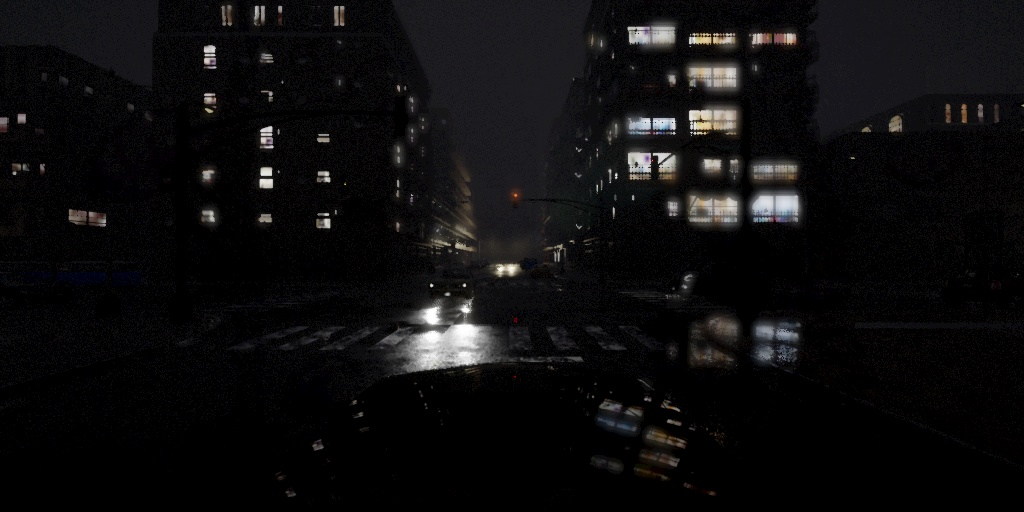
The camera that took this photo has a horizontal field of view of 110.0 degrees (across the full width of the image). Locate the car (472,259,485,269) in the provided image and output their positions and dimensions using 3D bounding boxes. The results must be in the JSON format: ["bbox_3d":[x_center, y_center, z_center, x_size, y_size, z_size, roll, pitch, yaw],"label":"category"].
[{"bbox_3d":[-5.445,1.367,52.963,1.802,1.307,4.207,0,0,0],"label":"car"}]

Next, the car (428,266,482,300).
[{"bbox_3d":[-2.790,1.357,17.770,1.895,1.301,4.718,0,0,0],"label":"car"}]

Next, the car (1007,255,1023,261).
[{"bbox_3d":[27.362,0.937,18.442,5.566,2.045,2.150,0,-1,1],"label":"car"}]

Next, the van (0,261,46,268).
[{"bbox_3d":[-30.452,1.201,21.653,3.998,1.789,1.690,0,0,1],"label":"van"}]

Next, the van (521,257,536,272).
[{"bbox_3d":[2.483,1.119,47.388,1.690,1.789,3.998,0,0,0],"label":"van"}]

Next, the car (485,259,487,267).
[{"bbox_3d":[-5.459,1.318,58.451,1.751,1.417,4.829,0,0,0],"label":"car"}]

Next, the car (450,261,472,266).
[{"bbox_3d":[-5.531,1.317,35.990,2.007,1.370,4.403,0,0,0],"label":"car"}]

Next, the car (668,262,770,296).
[{"bbox_3d":[10.542,1.099,18.501,4.553,1.767,2.097,0,-1,-2],"label":"car"}]

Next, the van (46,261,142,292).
[{"bbox_3d":[-24.858,1.191,21.580,3.998,1.789,1.690,0,0,1],"label":"van"}]

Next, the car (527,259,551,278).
[{"bbox_3d":[2.615,1.290,33.555,1.751,1.417,4.829,0,0,0],"label":"car"}]

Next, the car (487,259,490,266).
[{"bbox_3d":[-5.473,1.382,64.279,1.802,1.307,4.207,0,0,0],"label":"car"}]

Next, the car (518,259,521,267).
[{"bbox_3d":[2.436,1.100,53.041,2.192,1.841,5.009,0,0,0],"label":"car"}]

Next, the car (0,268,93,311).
[{"bbox_3d":[-19.367,1.290,13.628,4.403,1.370,2.007,0,0,1],"label":"car"}]

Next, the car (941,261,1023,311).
[{"bbox_3d":[18.660,1.103,13.132,4.097,1.591,1.967,0,0,1],"label":"car"}]
